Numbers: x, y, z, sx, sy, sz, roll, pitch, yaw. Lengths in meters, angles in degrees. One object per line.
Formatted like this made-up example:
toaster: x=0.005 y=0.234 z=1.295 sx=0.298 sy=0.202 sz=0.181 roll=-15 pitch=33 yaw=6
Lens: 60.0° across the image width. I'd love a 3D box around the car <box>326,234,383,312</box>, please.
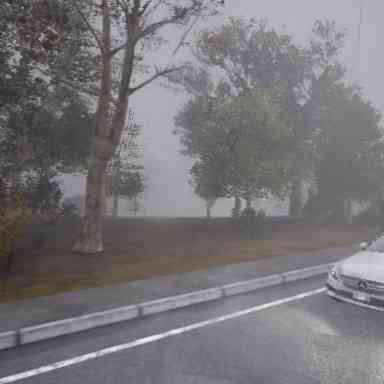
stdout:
car: x=4.834 y=1.547 z=7.120 sx=4.674 sy=1.442 sz=1.812 roll=0 pitch=0 yaw=-35
